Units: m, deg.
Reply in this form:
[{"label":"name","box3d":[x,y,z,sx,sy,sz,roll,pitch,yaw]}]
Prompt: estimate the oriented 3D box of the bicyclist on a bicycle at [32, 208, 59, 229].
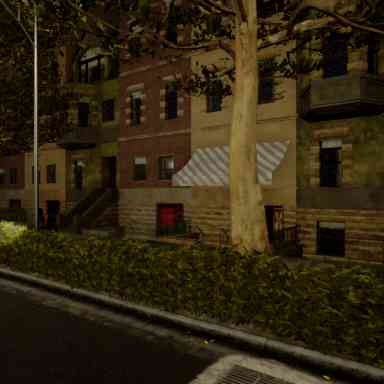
[{"label":"bicyclist on a bicycle","box3d":[-4.730,1.339,10.517,0.582,1.620,1.656,0,-4,34]}]
